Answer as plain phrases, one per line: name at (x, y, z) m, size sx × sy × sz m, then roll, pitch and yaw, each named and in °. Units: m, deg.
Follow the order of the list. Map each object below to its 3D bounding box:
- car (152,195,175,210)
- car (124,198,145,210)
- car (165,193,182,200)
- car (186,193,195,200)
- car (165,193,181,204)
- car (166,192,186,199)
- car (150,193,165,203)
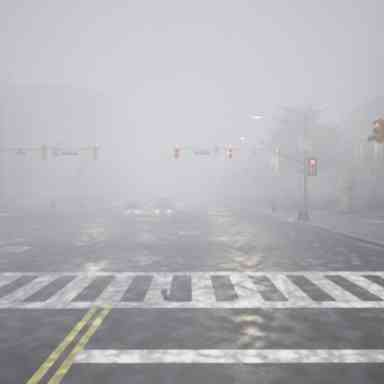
car at (-3.628, 1.476, 43.140) m, size 1.837 × 1.490 × 4.892 m, roll 0°, pitch 0°, yaw 0°
car at (-7.127, 1.518, 41.886) m, size 2.033 × 1.411 × 5.357 m, roll 0°, pitch 0°, yaw 0°
car at (-4.328, 1.486, 75.545) m, size 2.033 × 1.411 × 5.357 m, roll 0°, pitch 0°, yaw -10°
car at (-1.261, 1.162, 88.025) m, size 2.150 × 2.045 × 5.566 m, roll 0°, pitch 0°, yaw -29°
car at (-3.620, 1.480, 63.413) m, size 1.812 × 1.442 × 4.674 m, roll 0°, pitch 0°, yaw 0°
car at (-4.304, 1.294, 86.321) m, size 2.097 × 1.767 × 4.553 m, roll 0°, pitch 0°, yaw -29°
car at (-7.119, 1.501, 65.397) m, size 2.033 × 1.411 × 5.357 m, roll 0°, pitch 0°, yaw 0°
